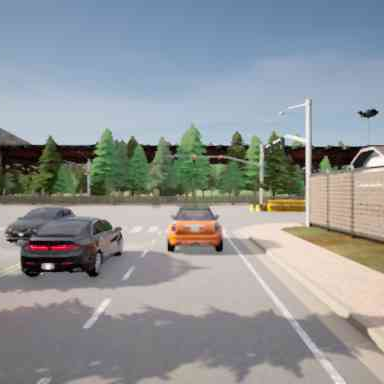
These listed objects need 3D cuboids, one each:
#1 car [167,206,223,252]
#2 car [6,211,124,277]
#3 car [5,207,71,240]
[{"bbox_3d":[0.126,1.354,14.144,2.097,1.767,4.553,0,0,0],"label":"car"},{"bbox_3d":[-3.401,1.506,10.267,1.837,1.490,4.892,0,0,0],"label":"car"},{"bbox_3d":[-7.011,1.510,16.070,1.837,1.490,4.892,0,0,0],"label":"car"}]
